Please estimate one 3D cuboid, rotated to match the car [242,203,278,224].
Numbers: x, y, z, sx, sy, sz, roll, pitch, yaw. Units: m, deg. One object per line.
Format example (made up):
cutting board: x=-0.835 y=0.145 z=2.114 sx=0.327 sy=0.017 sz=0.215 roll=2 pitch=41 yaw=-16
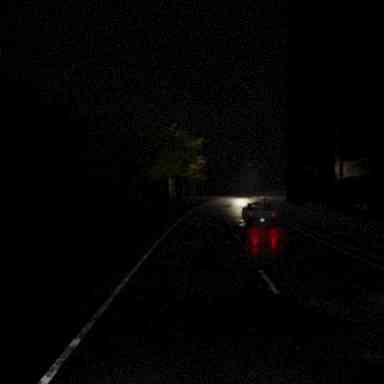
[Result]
car: x=4.440 y=1.394 z=22.484 sx=1.895 sy=1.301 sz=4.718 roll=0 pitch=1 yaw=4
